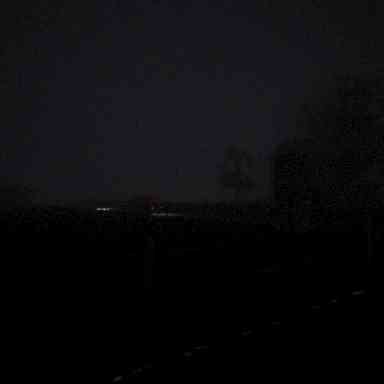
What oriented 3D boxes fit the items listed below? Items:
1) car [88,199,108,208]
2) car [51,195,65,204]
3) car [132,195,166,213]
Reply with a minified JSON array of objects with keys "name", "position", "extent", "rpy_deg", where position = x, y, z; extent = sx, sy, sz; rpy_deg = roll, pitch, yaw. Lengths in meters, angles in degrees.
[{"name":"car","position":[-14.909,1.755,52.693],"extent":[1.994,1.385,4.181],"rpy_deg":[0,-1,-36]},{"name":"car","position":[-32.461,2.061,81.524],"extent":[1.837,1.490,4.892],"rpy_deg":[0,-1,-36]},{"name":"car","position":[-5.037,1.352,38.947],"extent":[2.150,2.045,5.566],"rpy_deg":[0,-1,-36]}]
